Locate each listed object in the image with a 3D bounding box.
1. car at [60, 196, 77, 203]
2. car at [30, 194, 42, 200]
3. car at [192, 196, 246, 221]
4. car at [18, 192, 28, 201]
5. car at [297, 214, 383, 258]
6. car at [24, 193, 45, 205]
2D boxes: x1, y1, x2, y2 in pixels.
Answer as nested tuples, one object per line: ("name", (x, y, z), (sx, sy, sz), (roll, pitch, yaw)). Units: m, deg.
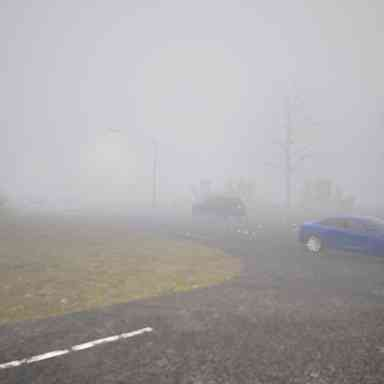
("car", (-23.935, 1.450, 64.217), (2.033, 1.411, 5.357), (1, 0, -37))
("car", (-40.309, 1.215, 85.831), (1.837, 1.490, 4.892), (1, 0, -37))
("car", (2.341, 1.370, 29.539), (2.150, 2.045, 5.566), (1, 0, -37))
("car", (-39.055, 0.948, 77.120), (2.150, 2.045, 5.566), (1, 0, -31))
("car", (6.429, 1.630, 12.529), (1.882, 1.535, 5.008), (1, 0, -37))
("car", (-25.907, 1.409, 55.272), (2.033, 1.411, 5.357), (1, 0, -35))
